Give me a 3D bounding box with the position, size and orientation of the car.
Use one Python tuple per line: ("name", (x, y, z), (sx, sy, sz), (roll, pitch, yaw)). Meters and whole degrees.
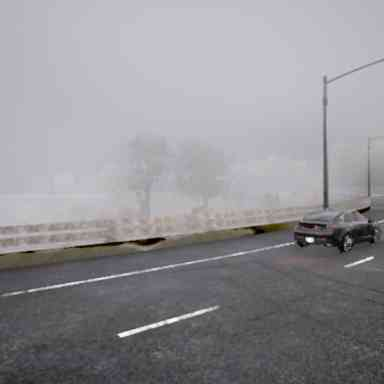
("car", (5.995, 1.449, 13.542), (4.892, 1.490, 1.837), (0, 0, -43))
